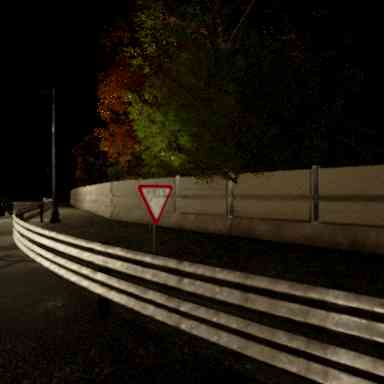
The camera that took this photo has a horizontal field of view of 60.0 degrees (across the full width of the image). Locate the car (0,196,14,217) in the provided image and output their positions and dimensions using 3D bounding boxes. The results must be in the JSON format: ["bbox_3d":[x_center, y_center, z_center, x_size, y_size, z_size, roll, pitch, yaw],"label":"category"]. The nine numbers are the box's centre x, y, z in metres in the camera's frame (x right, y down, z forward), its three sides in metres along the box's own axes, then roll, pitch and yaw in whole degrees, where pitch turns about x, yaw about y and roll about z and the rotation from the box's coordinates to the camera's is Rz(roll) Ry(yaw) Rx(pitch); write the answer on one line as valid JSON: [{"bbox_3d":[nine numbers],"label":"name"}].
[{"bbox_3d":[-19.509,1.388,33.334,2.150,2.045,5.566,0,0,-18],"label":"car"}]
